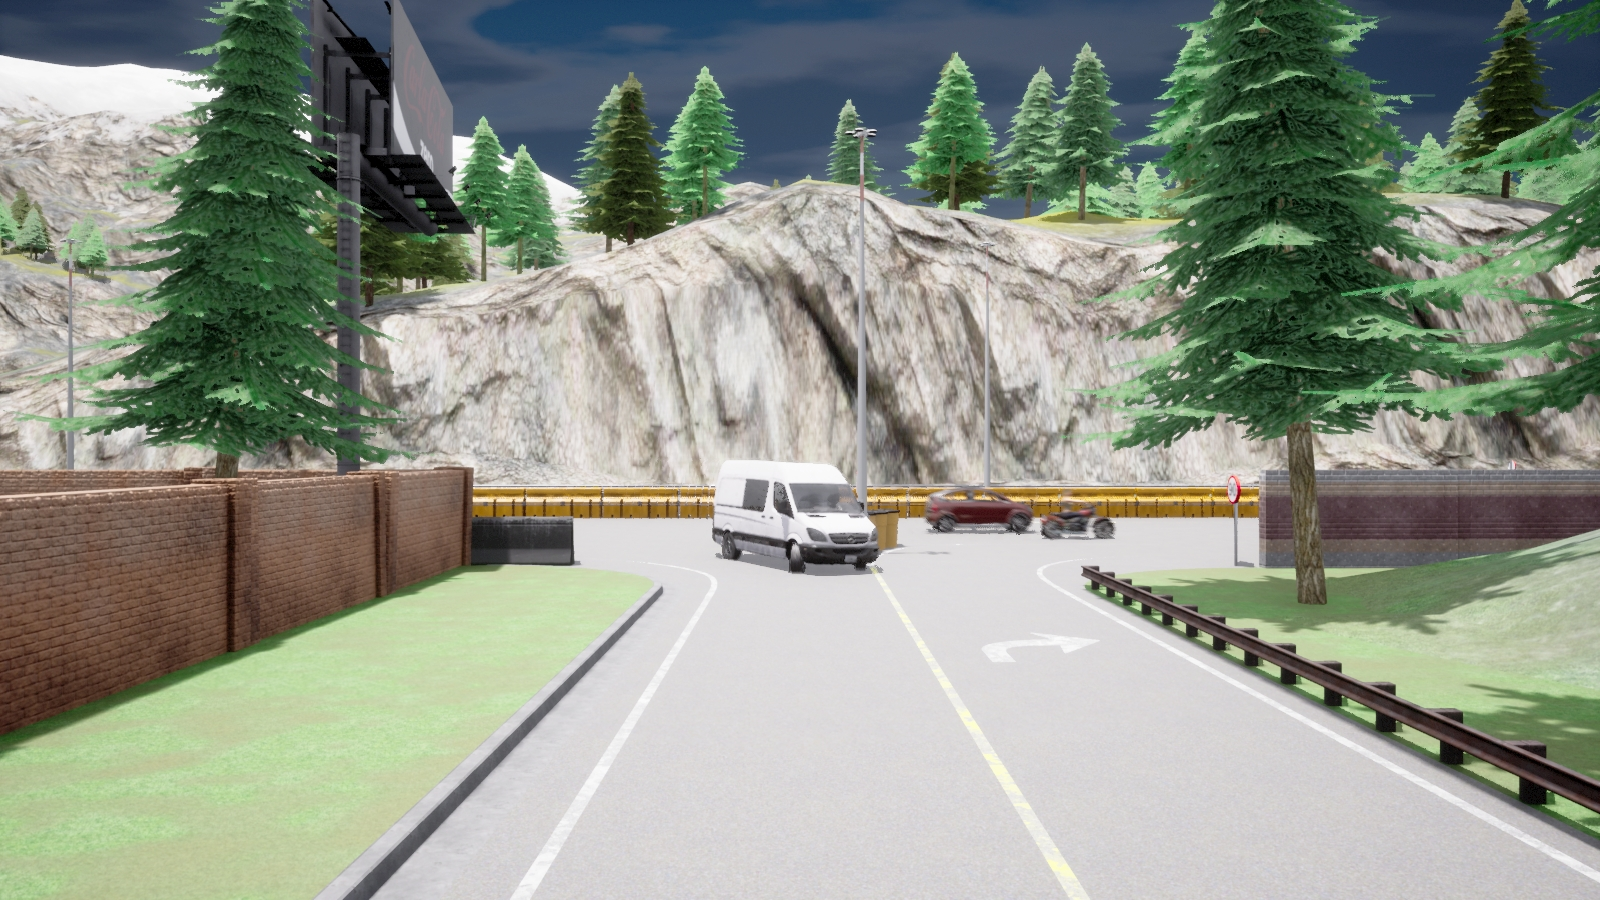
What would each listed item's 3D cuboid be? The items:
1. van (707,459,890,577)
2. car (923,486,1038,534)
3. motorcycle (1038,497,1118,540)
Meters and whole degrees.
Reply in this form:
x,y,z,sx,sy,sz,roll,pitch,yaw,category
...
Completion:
x,y,z,sx,sy,sz,roll,pitch,yaw,category
-0.212,1.551,28.331,1.988,2.561,5.915,2,-1,-27,van
6.227,2.052,39.712,3.705,1.549,1.789,0,0,-1,car
8.814,2.168,36.248,2.356,1.325,0.764,0,0,-1,motorcycle
